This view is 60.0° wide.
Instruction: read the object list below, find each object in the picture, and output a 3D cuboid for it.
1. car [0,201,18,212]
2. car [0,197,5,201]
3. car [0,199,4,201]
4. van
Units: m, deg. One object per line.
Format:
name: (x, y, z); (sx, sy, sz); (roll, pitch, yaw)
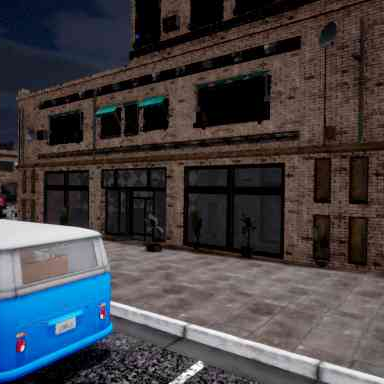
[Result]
car: (-16.121, 1.793, 31.270); (1.947, 1.339, 4.313); (0, 0, 36)
car: (-22.873, 1.411, 36.230); (2.192, 1.841, 5.009); (0, 0, 36)
car: (-21.783, 1.684, 33.348); (1.994, 1.385, 4.181); (1, 0, 36)
van: (-2.995, 1.340, 4.998); (3.998, 1.788, 1.690); (0, 1, 36)
